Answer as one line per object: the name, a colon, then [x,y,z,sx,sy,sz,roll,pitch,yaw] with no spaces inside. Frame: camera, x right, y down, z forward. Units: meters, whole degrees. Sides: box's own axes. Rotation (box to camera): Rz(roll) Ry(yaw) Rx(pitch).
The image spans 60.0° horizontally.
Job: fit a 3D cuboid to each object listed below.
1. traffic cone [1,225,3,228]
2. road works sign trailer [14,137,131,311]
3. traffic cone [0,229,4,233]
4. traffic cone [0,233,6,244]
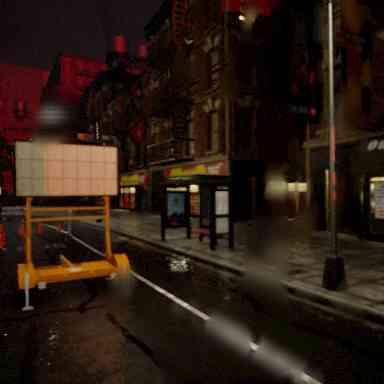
traffic cone: [-9.754,2.118,17.066,0.340,0.580,0.340,0,0,-30]
road works sign trailer: [-3.048,0.525,8.239,2.380,3.560,2.880,0,0,-30]
traffic cone: [-8.767,2.101,15.327,0.340,0.580,0.340,0,0,-30]
traffic cone: [-7.780,2.085,13.587,0.340,0.580,0.340,0,0,-30]
